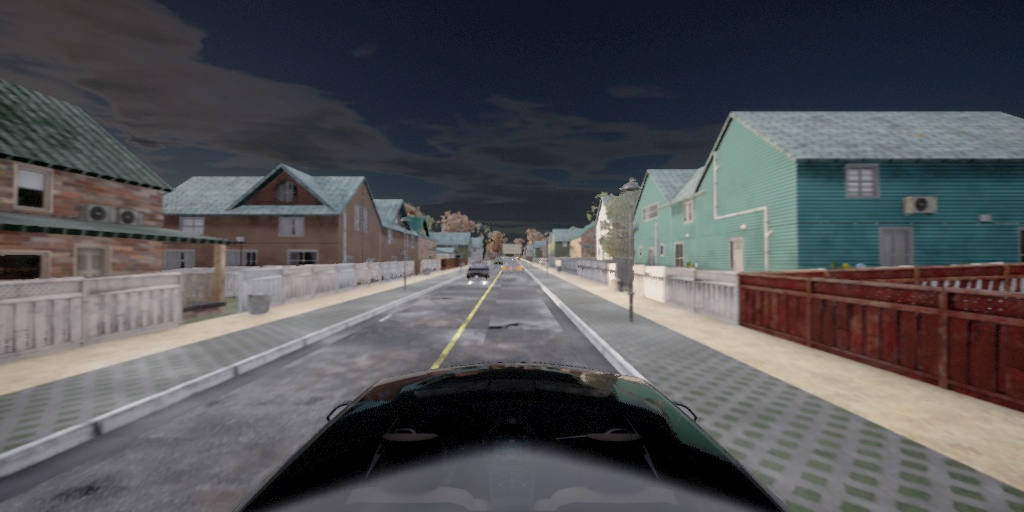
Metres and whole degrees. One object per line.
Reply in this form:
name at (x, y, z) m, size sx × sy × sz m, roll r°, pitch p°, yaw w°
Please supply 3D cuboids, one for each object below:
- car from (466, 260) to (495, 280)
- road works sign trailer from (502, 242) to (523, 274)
car at (-2.855, 1.292, 31.487) m, size 2.033 × 1.411 × 5.357 m, roll 0°, pitch 0°, yaw 0°
road works sign trailer at (-0.008, 0.204, 42.076) m, size 2.380 × 3.560 × 2.880 m, roll 0°, pitch 0°, yaw 0°
